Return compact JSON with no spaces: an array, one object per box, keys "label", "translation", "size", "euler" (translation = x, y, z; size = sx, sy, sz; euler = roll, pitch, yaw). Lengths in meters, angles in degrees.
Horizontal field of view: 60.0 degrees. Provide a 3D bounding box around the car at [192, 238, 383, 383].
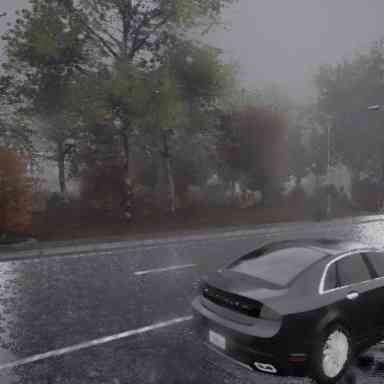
[{"label":"car","translation":[2.286,1.519,5.421],"size":[4.892,1.490,1.837],"euler":[0,0,-35]}]
